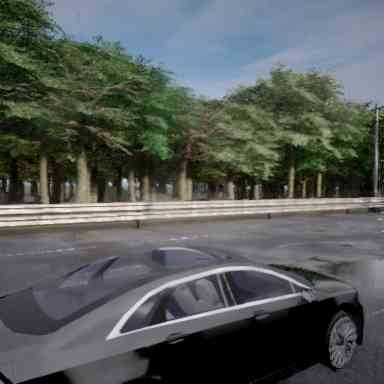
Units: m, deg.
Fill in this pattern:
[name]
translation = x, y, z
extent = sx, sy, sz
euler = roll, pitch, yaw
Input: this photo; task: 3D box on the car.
[car]
translation = 0.132, 1.421, 3.948
extent = 4.902, 1.511, 2.128
euler = 0, 1, -35
